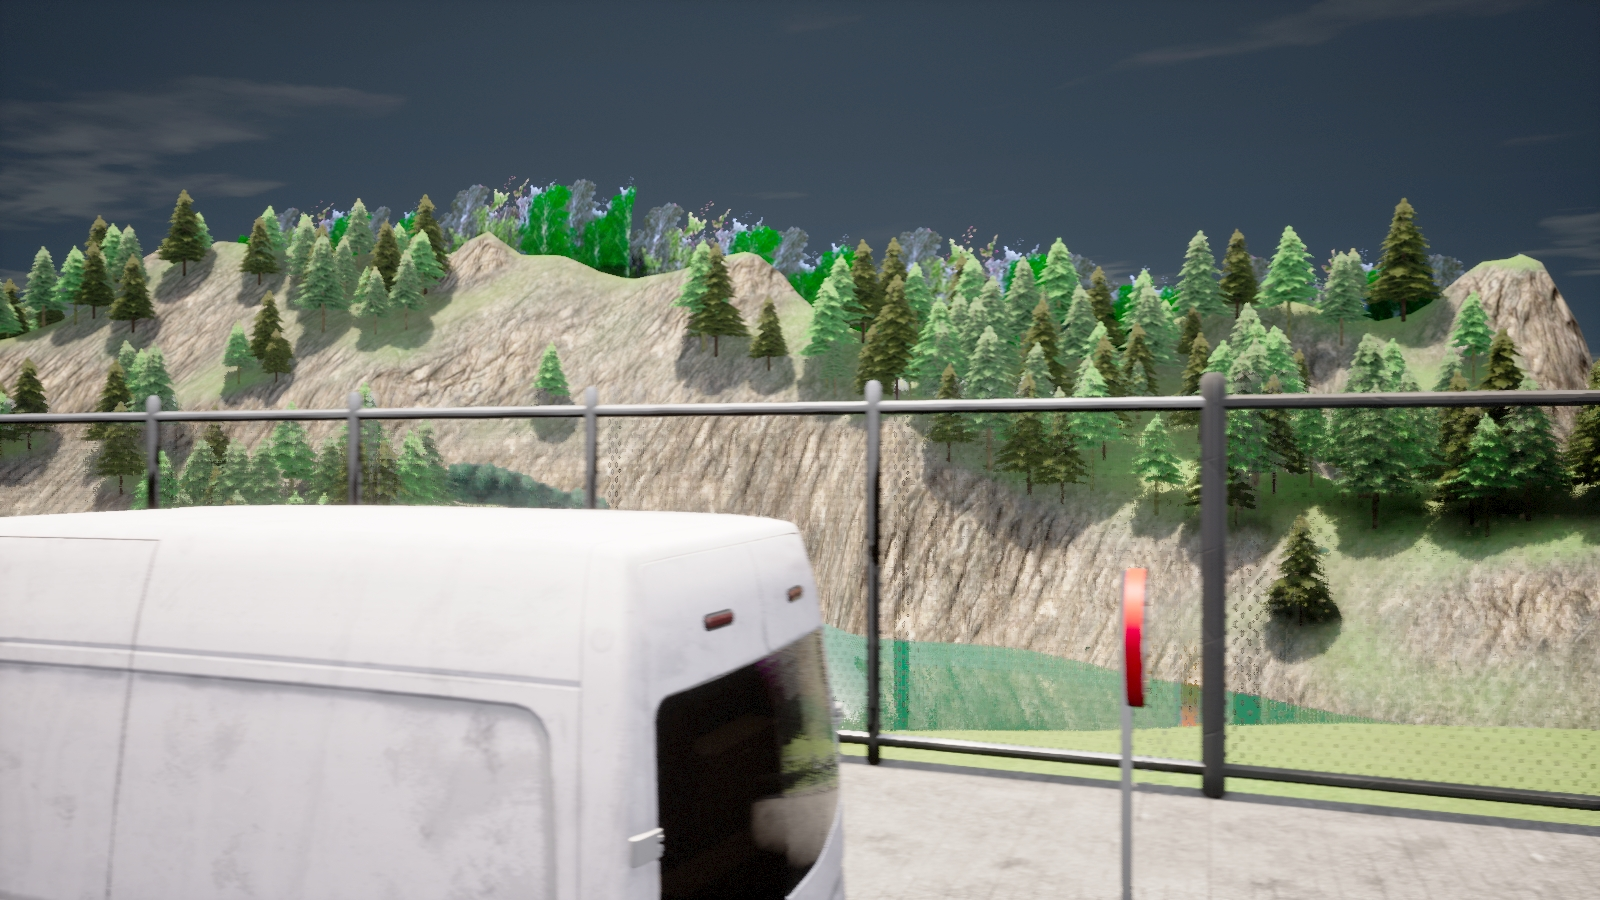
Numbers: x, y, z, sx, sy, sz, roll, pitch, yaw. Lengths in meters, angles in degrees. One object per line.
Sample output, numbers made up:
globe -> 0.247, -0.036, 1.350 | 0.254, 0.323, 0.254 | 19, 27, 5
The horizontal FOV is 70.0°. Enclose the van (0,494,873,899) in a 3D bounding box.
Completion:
van -> -2.814, 1.535, 4.859 | 5.915, 2.561, 1.988 | 0, 0, 20
